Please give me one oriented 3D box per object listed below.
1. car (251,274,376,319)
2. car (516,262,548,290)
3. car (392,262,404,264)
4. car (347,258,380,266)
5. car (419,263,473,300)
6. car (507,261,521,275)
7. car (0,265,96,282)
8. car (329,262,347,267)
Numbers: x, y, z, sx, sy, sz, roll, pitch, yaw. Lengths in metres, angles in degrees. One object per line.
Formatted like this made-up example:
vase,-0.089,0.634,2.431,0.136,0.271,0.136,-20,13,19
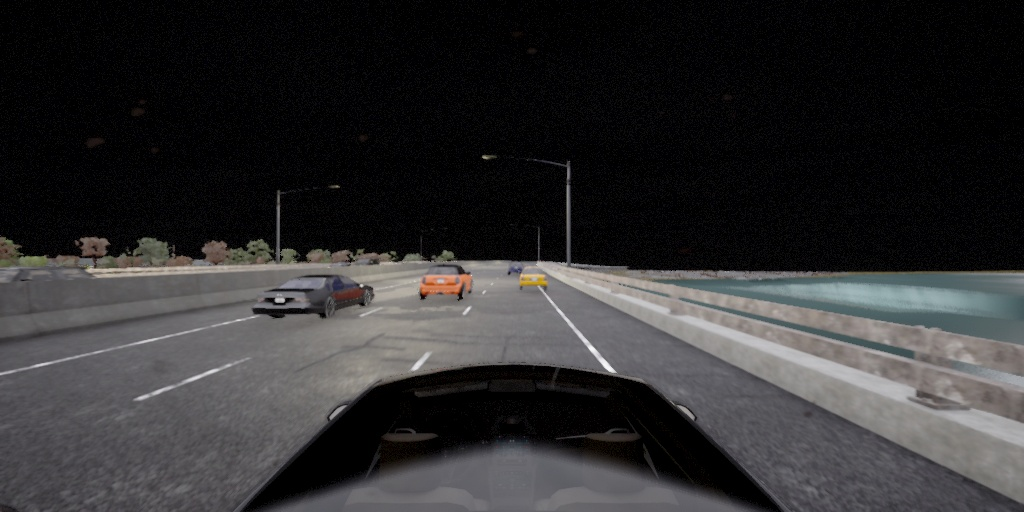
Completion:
car,-6.863,1.372,13.130,2.033,1.411,5.357,0,0,0
car,1.362,1.365,24.076,1.801,1.575,5.366,0,0,1
car,-16.820,1.652,52.631,1.812,1.442,4.674,0,0,2
car,-20.390,1.326,50.204,2.150,2.045,5.566,0,0,2
car,-3.313,1.219,18.844,2.097,1.767,4.553,0,-1,1
car,0.555,1.423,44.964,2.097,1.767,4.553,0,0,2
car,-17.558,1.165,12.640,2.097,1.767,4.553,0,0,0
car,-23.885,1.596,50.384,2.128,1.511,4.902,0,0,2
